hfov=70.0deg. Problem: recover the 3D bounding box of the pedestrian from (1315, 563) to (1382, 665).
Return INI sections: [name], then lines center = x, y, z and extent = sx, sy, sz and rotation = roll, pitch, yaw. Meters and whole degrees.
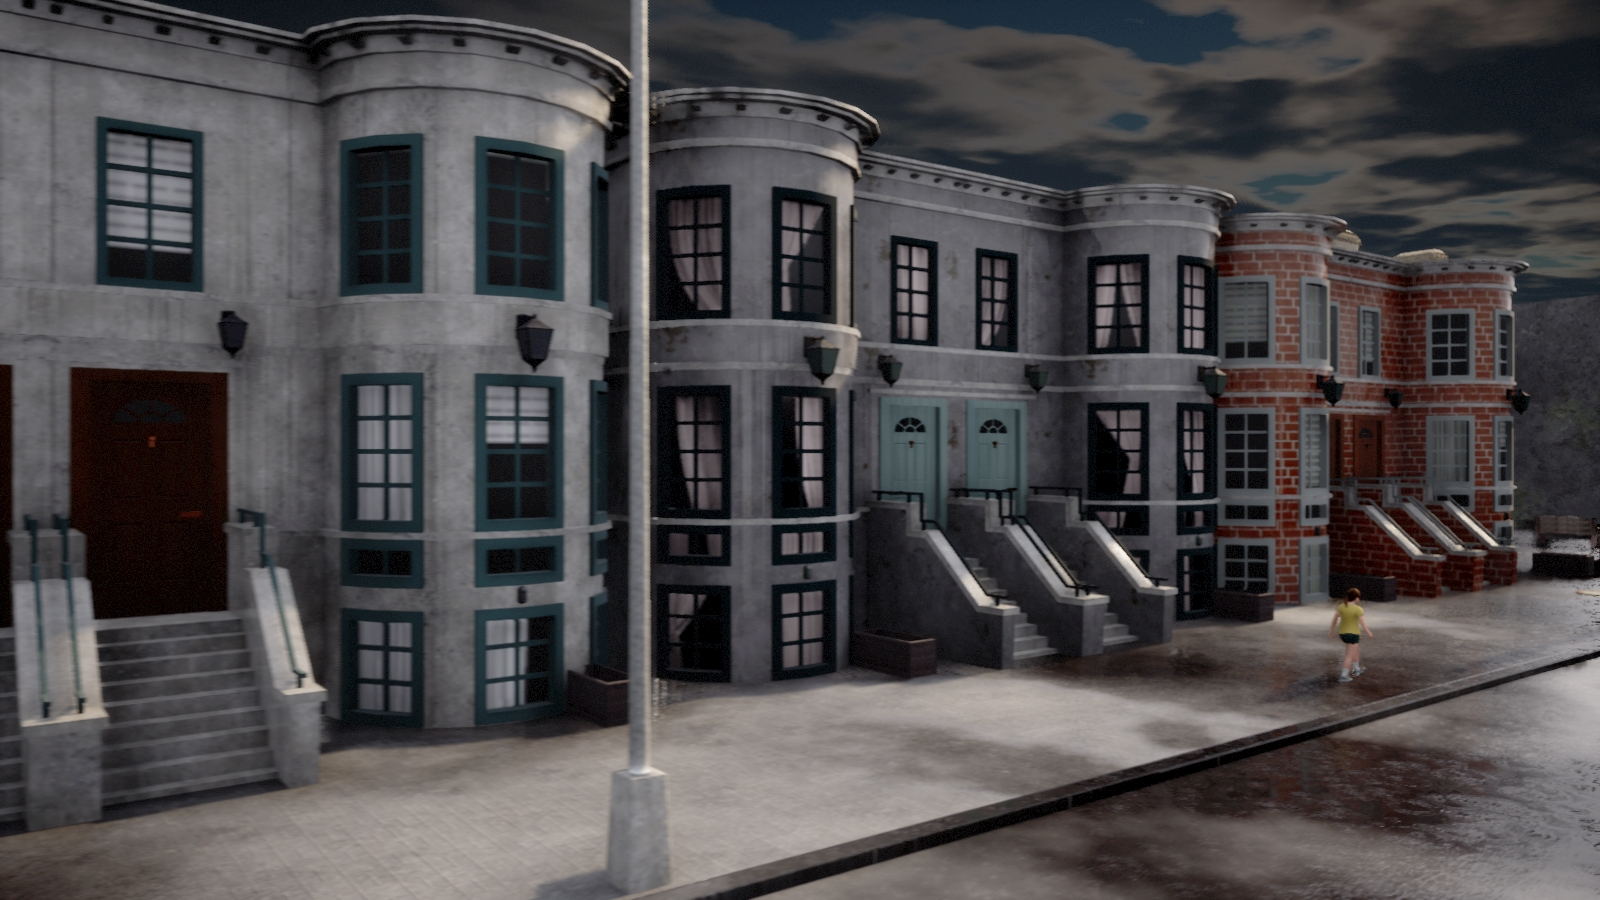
[pedestrian]
center = 6.405, 1.904, 13.350
extent = 0.500, 1.100, 0.500
rotation = 0, 0, -24
